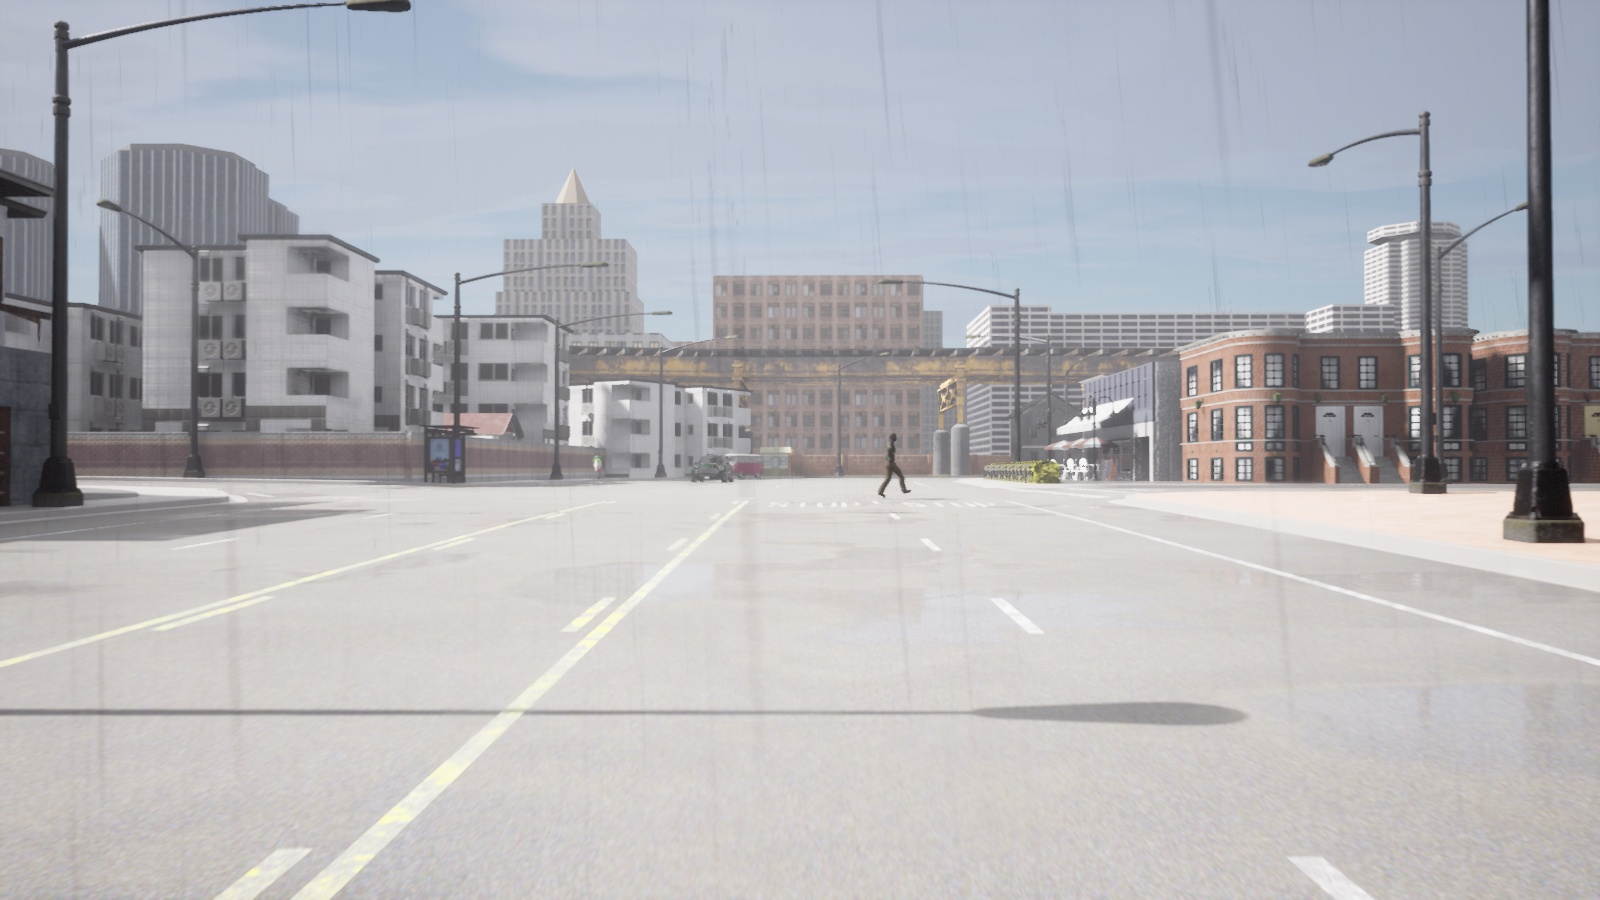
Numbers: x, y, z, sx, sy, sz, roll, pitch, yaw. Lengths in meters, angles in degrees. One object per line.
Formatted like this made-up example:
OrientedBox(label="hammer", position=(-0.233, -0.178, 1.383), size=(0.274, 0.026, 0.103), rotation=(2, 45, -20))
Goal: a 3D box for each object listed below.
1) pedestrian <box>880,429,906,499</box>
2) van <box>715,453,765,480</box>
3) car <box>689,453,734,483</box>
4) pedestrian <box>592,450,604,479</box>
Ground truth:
OrientedBox(label="pedestrian", position=(2.588, 0.395, 35.022), size=(0.692, 1.930, 0.395), rotation=(0, -1, -3))
OrientedBox(label="van", position=(-4.552, 1.278, 95.893), size=(1.775, 1.987, 4.442), rotation=(-1, -1, 29))
OrientedBox(label="car", position=(-5.324, 1.079, 75.808), size=(2.097, 1.767, 4.553), rotation=(0, -1, 4))
OrientedBox(label="pedestrian", position=(-13.513, 0.993, 84.092), size=(0.659, 1.952, 0.873), rotation=(0, -1, -1))
